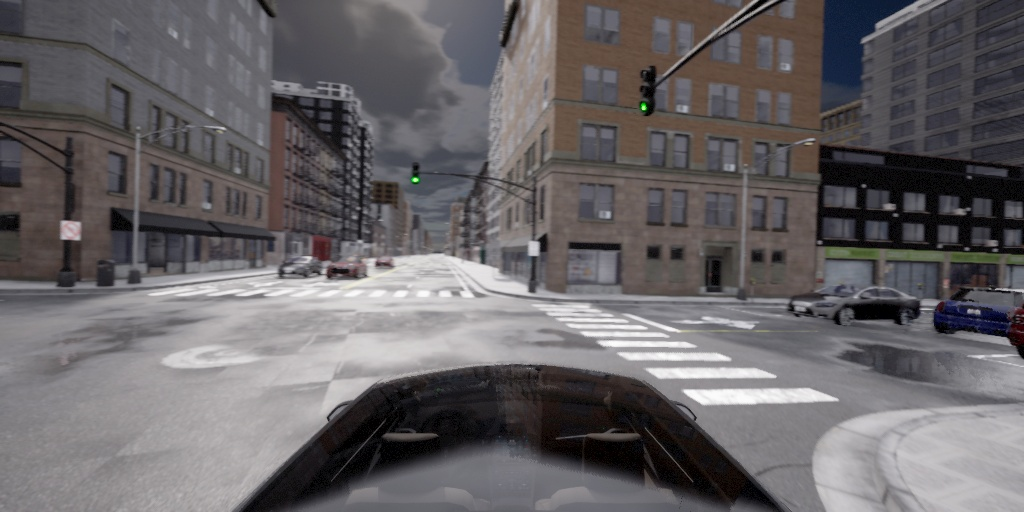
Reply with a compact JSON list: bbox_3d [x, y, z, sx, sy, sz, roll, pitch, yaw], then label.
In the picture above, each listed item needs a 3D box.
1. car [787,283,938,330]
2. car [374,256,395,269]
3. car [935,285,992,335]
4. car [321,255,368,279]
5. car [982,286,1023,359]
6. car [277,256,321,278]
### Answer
[{"bbox_3d":[13.399,1.847,14.134,4.902,1.511,2.128,2,0,-11],"label":"car"},{"bbox_3d":[-15.687,0.715,44.360,1.882,1.535,5.008,2,0,-11],"label":"car"},{"bbox_3d":[16.479,1.841,11.582,4.553,1.767,2.097,2,0,-11],"label":"car"},{"bbox_3d":[-12.196,0.719,26.738,2.097,1.767,4.553,2,0,-11],"label":"car"},{"bbox_3d":[14.319,1.728,8.253,5.009,1.841,2.192,0,0,-11],"label":"car"},{"bbox_3d":[-15.452,0.765,26.434,2.128,1.511,4.902,2,0,-11],"label":"car"}]
